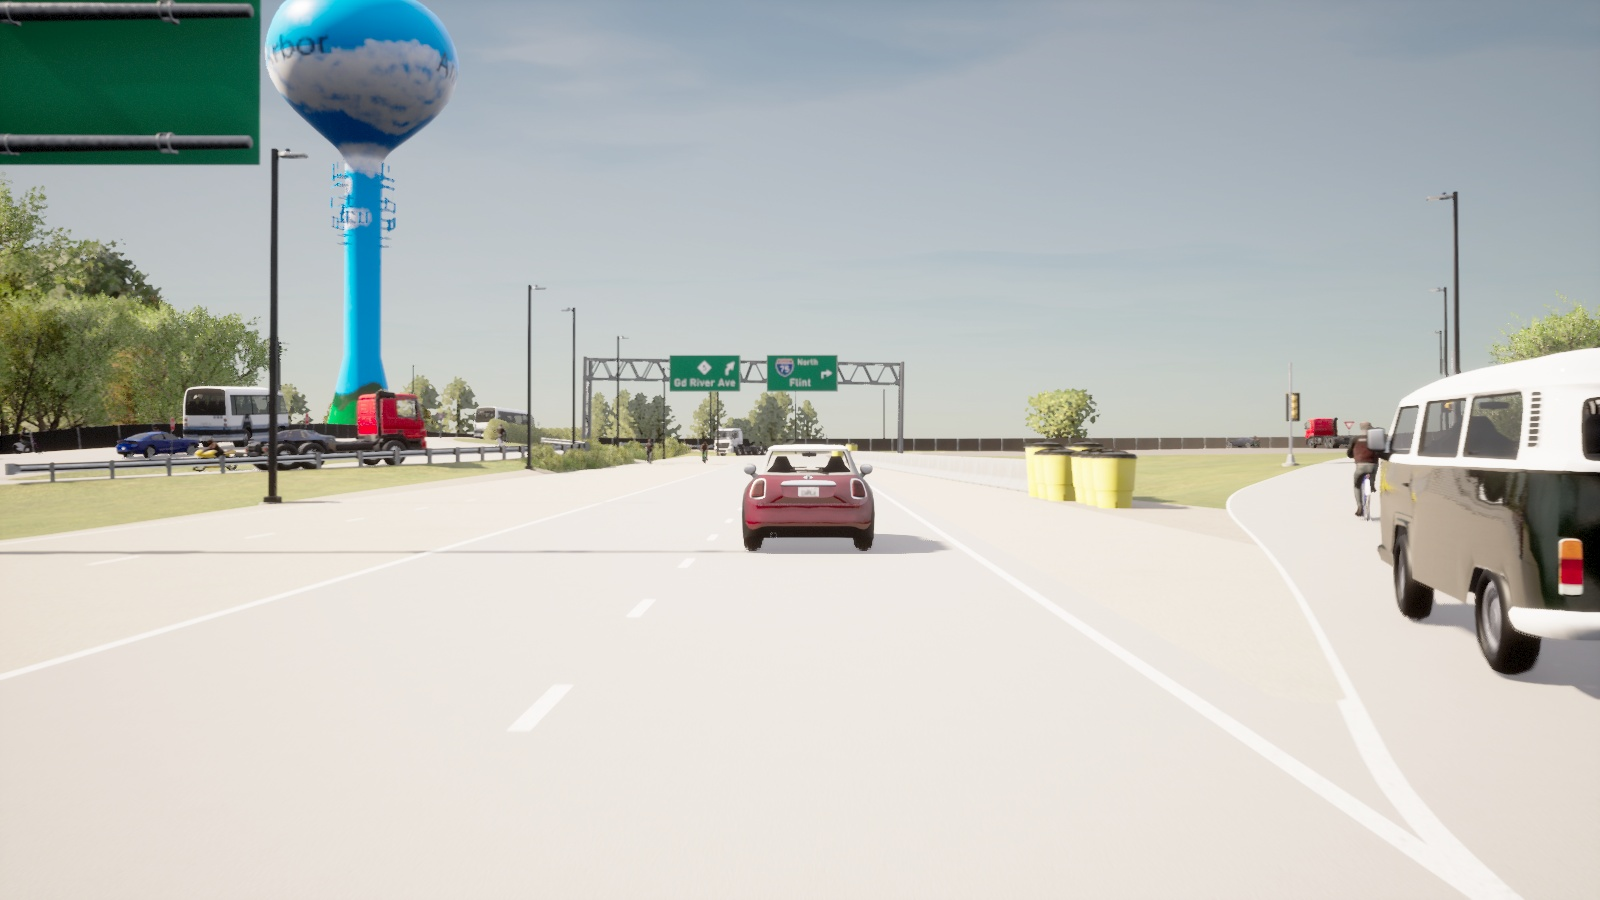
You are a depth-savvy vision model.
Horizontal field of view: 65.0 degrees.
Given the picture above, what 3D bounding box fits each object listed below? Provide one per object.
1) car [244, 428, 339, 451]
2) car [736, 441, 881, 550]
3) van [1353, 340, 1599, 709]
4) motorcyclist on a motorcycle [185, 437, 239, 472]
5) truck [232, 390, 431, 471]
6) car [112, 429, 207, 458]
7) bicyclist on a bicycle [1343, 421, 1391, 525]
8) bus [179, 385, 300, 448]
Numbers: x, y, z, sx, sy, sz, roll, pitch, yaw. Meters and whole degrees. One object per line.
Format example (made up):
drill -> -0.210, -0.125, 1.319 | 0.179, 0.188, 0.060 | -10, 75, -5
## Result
car -> -33.007, -0.666, 81.648 | 5.357, 1.411, 2.033 | 0, 3, 2
car -> 0.122, 0.613, 18.954 | 1.970, 1.475, 3.806 | 0, 0, 0
van -> 5.502, 0.385, 8.976 | 2.069, 2.038, 4.480 | -1, 0, 14
motorcyclist on a motorcycle -> -26.755, 0.194, 57.157 | 2.044, 1.523, 0.797 | -3, 1, -44
truck -> -21.294, -0.956, 57.426 | 7.936, 3.462, 2.891 | -3, 2, -44
car -> -38.639, -0.435, 75.918 | 1.882, 1.535, 5.008 | 1, 3, 24
bicyclist on a bicycle -> 10.099, 0.388, 22.406 | 0.659, 1.776, 1.843 | 0, 1, 20
bus -> -40.200, -2.478, 90.681 | 3.944, 4.253, 10.273 | 0, 2, 1
